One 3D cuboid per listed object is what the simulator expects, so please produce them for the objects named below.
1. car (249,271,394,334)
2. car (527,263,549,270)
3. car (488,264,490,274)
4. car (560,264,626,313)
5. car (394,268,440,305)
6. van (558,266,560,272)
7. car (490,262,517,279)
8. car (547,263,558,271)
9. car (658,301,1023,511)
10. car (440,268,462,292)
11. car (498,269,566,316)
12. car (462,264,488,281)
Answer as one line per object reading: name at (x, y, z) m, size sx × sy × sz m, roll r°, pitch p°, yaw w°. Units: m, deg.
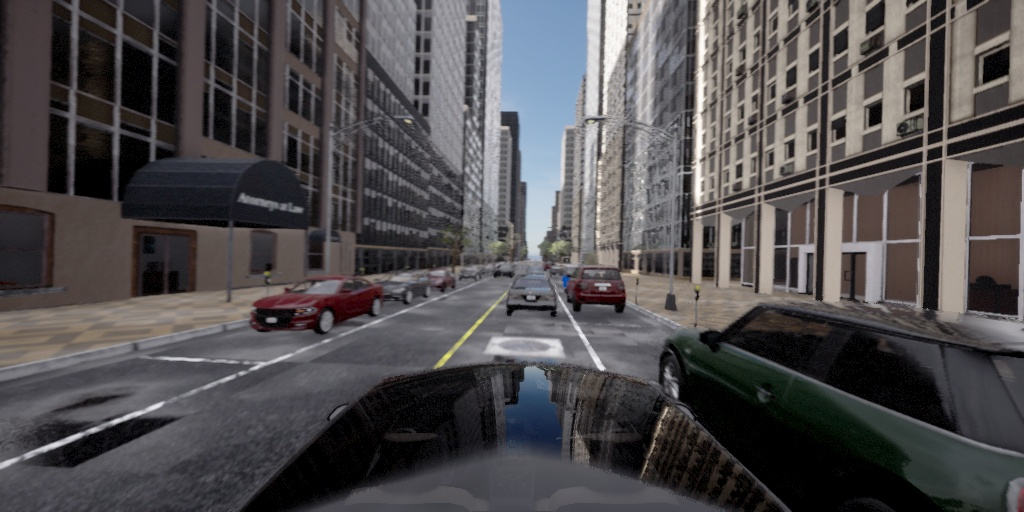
car at (-5.291, 1.231, 10.335) m, size 1.888 × 1.381 × 4.507 m, roll 0°, pitch 0°, yaw 4°
car at (2.063, 1.668, 32.935) m, size 2.033 × 1.411 × 5.357 m, roll 2°, pitch -1°, yaw 4°
car at (-2.989, 1.642, 44.356) m, size 2.007 × 1.370 × 4.403 m, roll 0°, pitch 0°, yaw 4°
car at (3.451, 1.300, 15.437) m, size 2.192 × 1.841 × 5.009 m, roll 0°, pitch 0°, yaw 4°
car at (-4.908, 1.304, 16.005) m, size 2.007 × 1.370 × 4.403 m, roll 0°, pitch 0°, yaw 4°
van at (3.835, 1.394, 21.107) m, size 1.690 × 1.789 × 3.998 m, roll 0°, pitch 0°, yaw 4°
car at (-0.766, 1.565, 37.700) m, size 1.882 × 1.535 × 5.008 m, roll 2°, pitch -1°, yaw 4°
car at (5.370, 1.873, 43.788) m, size 2.007 × 1.370 × 4.403 m, roll 0°, pitch 0°, yaw 4°
car at (3.085, 1.207, 3.394) m, size 2.097 × 1.767 × 4.553 m, roll 2°, pitch -1°, yaw 4°
car at (-4.524, 1.403, 21.675) m, size 1.802 × 1.307 × 4.207 m, roll 0°, pitch 0°, yaw 4°
car at (0.797, 1.445, 14.257) m, size 2.033 × 1.411 × 5.357 m, roll 2°, pitch -1°, yaw 4°
car at (-3.757, 1.507, 33.016) m, size 2.007 × 1.370 × 4.403 m, roll 0°, pitch 0°, yaw 4°
